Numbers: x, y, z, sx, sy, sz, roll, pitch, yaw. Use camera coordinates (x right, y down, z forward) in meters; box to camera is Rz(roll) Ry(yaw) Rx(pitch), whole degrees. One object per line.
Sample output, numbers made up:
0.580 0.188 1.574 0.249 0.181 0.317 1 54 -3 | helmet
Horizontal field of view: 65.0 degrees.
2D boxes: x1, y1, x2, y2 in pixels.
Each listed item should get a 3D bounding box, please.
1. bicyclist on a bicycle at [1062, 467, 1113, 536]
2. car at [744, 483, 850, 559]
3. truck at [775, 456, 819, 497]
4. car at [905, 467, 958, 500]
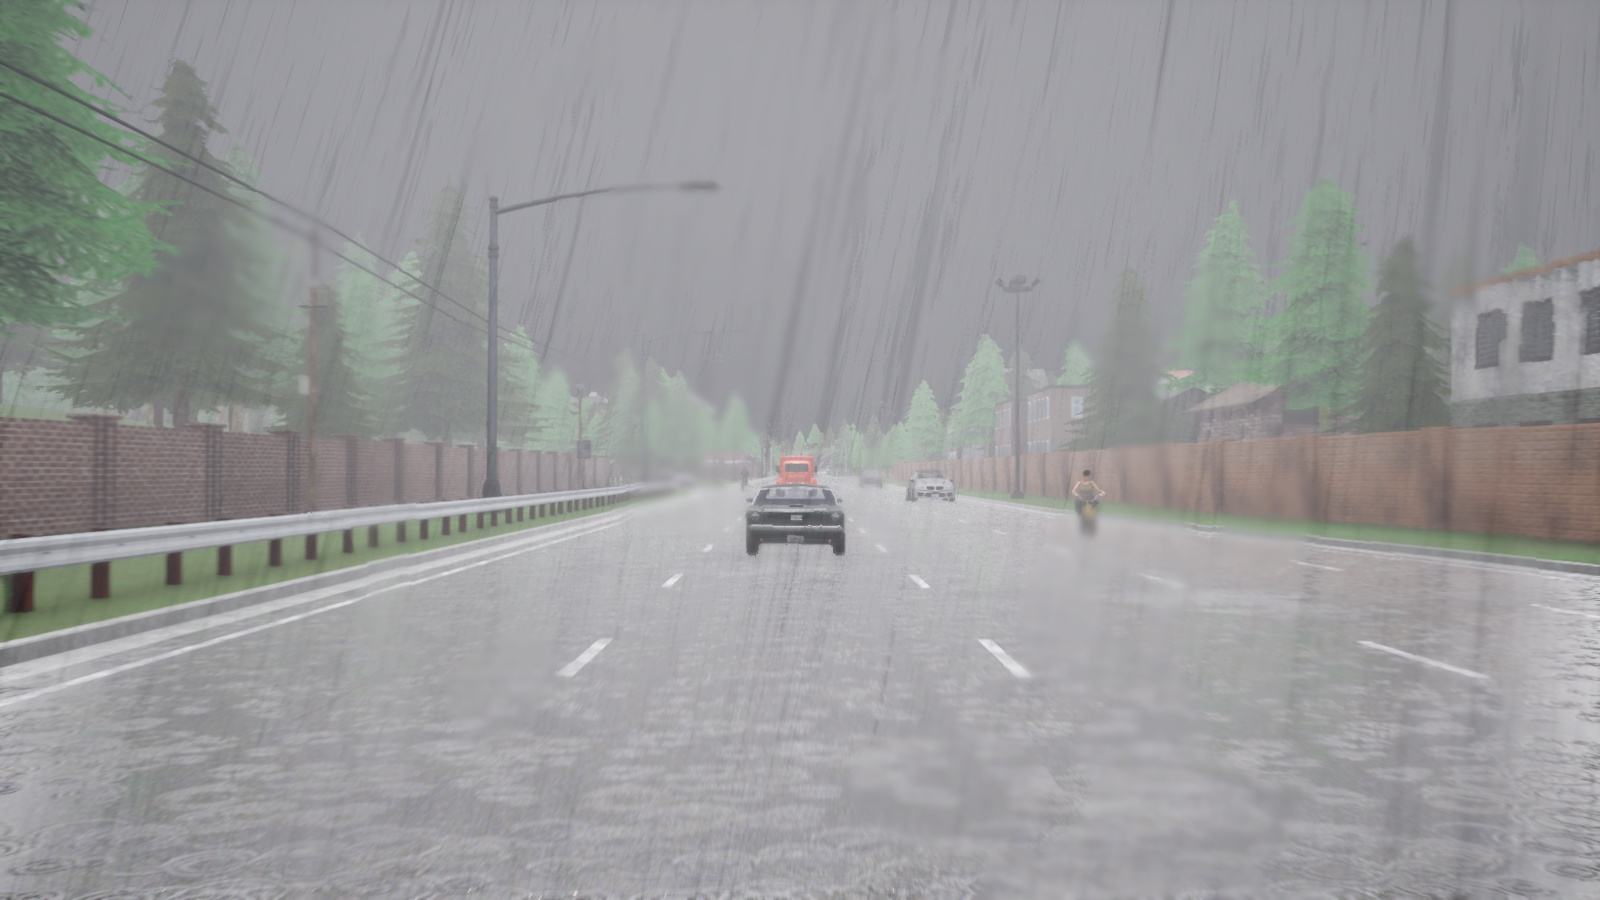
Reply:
6.930 1.229 30.323 0.866 1.612 1.509 0 -1 0 | bicyclist on a bicycle
-0.060 1.329 24.783 1.895 1.301 4.718 0 -1 0 | car
-0.190 1.617 77.241 2.627 2.467 5.204 0 -1 0 | truck
6.839 1.727 65.669 2.242 1.667 4.611 0 -1 0 | car
